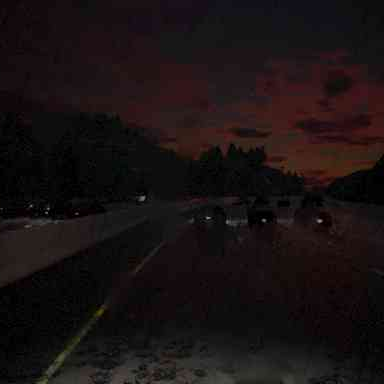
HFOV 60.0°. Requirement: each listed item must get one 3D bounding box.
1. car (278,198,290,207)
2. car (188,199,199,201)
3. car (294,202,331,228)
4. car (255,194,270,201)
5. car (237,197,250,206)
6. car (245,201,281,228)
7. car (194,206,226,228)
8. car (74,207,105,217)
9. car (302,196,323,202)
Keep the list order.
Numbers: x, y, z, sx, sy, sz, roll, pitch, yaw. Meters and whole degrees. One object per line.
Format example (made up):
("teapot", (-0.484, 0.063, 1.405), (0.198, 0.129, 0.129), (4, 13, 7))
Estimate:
("car", (16.374, 1.763, 59.195), (1.882, 1.535, 5.008), (0, 0, 19))
("car", (0.805, 1.599, 67.755), (2.033, 1.411, 5.357), (1, 0, 19))
("car", (8.400, 1.662, 23.377), (1.812, 1.442, 4.674), (0, 0, 7))
("car", (12.726, 1.463, 59.803), (2.150, 2.045, 5.566), (0, 0, 19))
("car", (9.412, 1.707, 60.443), (1.837, 1.490, 4.892), (-1, 0, 19))
("car", (4.866, 1.619, 23.359), (1.812, 1.442, 4.674), (0, 0, 7))
("car", (1.306, 1.612, 22.514), (1.994, 1.385, 4.181), (1, 0, 7))
("car", (-8.706, 1.496, 27.879), (1.994, 1.385, 4.181), (1, 0, 8))
("car", (14.796, 1.463, 40.806), (2.150, 2.045, 5.566), (0, 0, 14))
